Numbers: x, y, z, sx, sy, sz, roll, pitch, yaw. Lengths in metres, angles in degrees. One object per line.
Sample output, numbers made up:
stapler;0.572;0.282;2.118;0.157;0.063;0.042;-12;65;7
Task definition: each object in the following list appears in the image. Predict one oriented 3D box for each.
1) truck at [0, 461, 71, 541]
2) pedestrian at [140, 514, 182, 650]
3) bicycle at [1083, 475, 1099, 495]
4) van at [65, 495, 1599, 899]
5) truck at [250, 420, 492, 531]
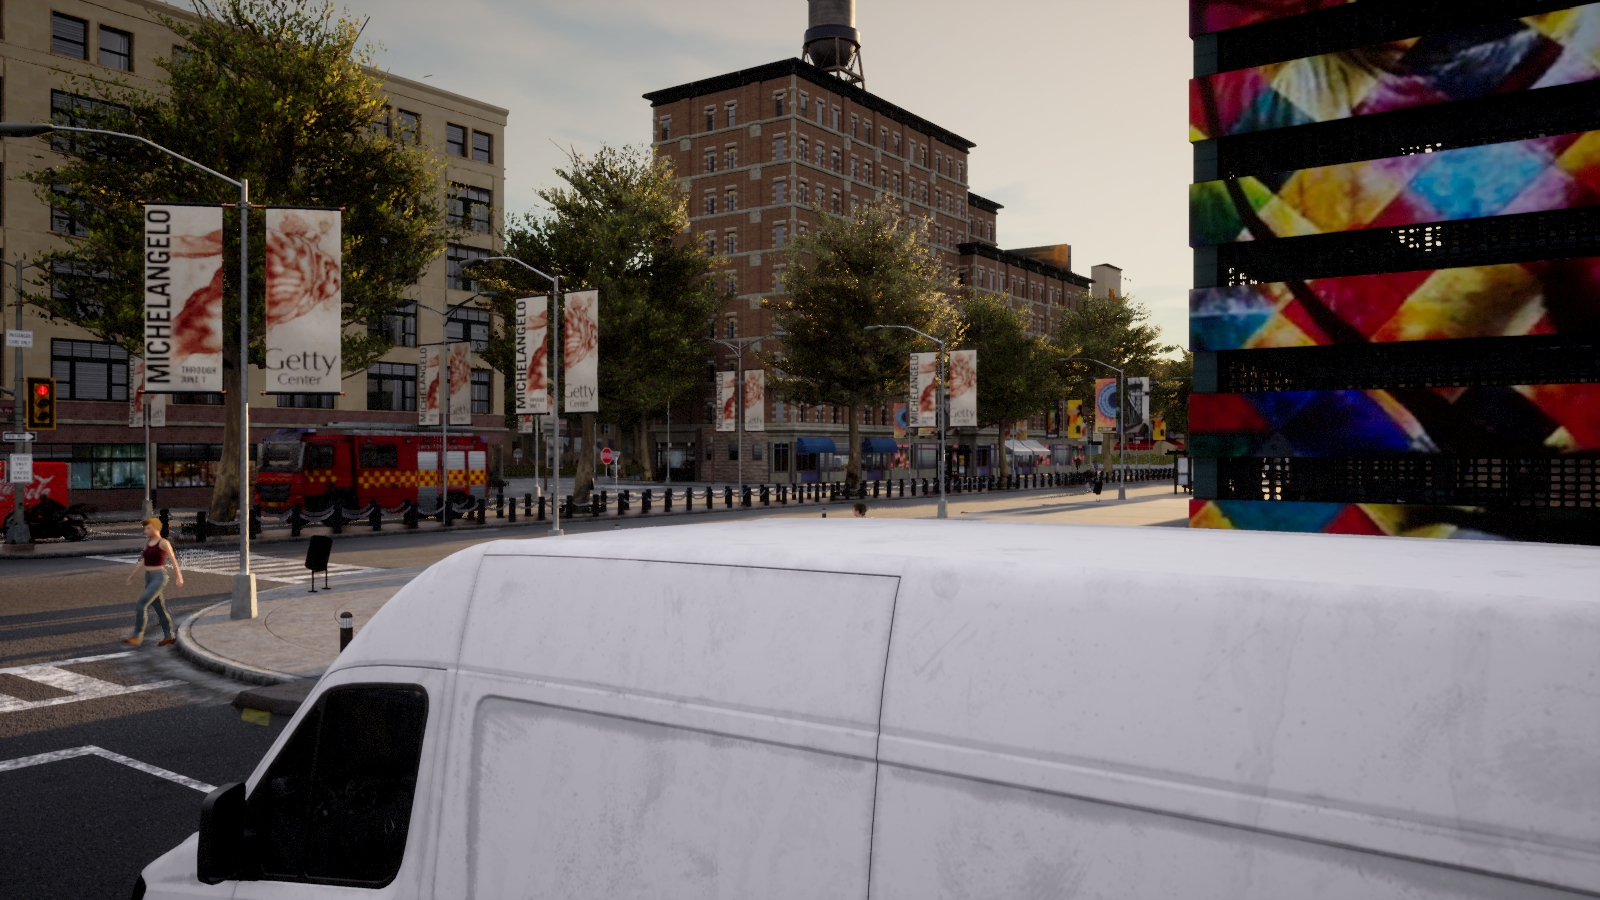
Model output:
truck;-26.275;1.577;35.798;2.627;2.467;5.204;0;0;38
pedestrian;-9.008;1.844;16.105;0.375;1.860;0.375;0;0;28
bicycle;18.367;2.210;72.186;0.329;1.171;1.835;0;0;35
van;-0.118;1.534;3.913;5.915;2.561;1.988;0;0;36
truck;-16.115;0.890;43.660;2.891;3.827;8.468;0;0;36
